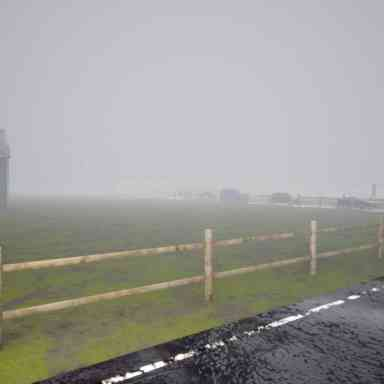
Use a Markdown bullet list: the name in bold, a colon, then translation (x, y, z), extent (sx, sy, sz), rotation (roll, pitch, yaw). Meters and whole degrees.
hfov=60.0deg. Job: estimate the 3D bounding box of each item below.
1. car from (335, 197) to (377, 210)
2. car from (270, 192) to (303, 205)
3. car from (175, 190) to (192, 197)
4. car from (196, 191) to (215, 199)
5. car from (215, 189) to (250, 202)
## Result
- **car**: translation (18.361, 1.215, 37.336), extent (1.994, 1.385, 4.181), rotation (0, 1, -35)
- **car**: translation (12.790, 0.829, 45.150), extent (2.097, 1.767, 4.553), rotation (0, 1, -35)
- **car**: translation (-1.814, 0.361, 71.802), extent (1.837, 1.490, 4.892), rotation (0, 1, -36)
- **car**: translation (2.751, 0.596, 65.460), extent (1.837, 1.490, 4.892), rotation (0, 1, -35)
- **car**: translation (6.794, 0.513, 53.561), extent (2.150, 2.045, 5.566), rotation (0, 1, -35)
